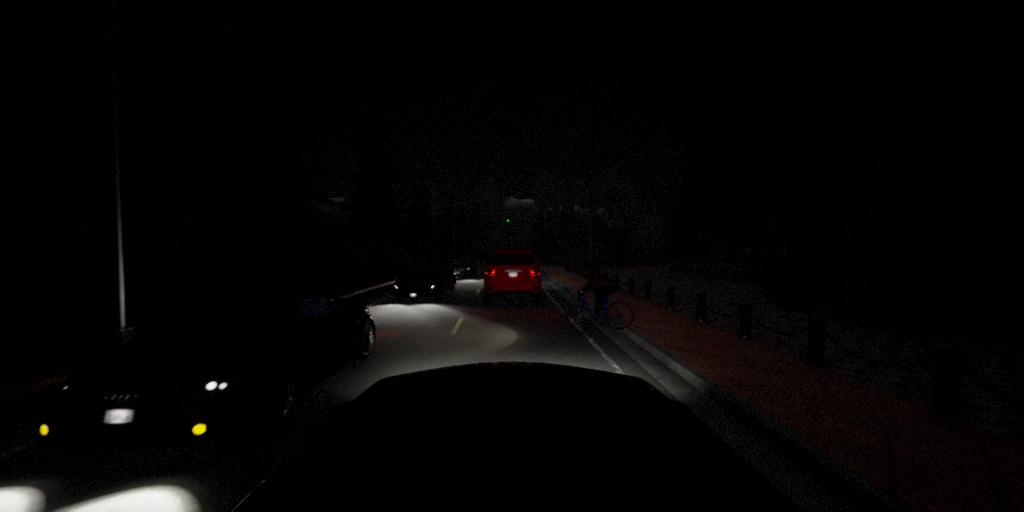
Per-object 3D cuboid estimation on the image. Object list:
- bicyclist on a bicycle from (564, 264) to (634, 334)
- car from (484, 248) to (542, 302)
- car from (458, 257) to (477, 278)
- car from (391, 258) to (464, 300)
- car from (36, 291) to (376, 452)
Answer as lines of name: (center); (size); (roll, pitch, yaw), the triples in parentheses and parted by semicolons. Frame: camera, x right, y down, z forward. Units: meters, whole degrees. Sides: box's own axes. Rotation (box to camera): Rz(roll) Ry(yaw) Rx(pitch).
bicyclist on a bicycle: (1.992, 0.989, 8.408); (1.656, 1.620, 0.582); (-6, 1, 0)
car: (0.019, 0.694, 15.220); (2.150, 2.045, 5.566); (0, 1, 0)
car: (-3.660, 0.812, 26.370); (1.812, 1.442, 4.674); (0, 1, 0)
car: (-3.669, 1.010, 16.022); (2.033, 1.411, 5.357); (0, 1, 0)
car: (-3.613, 1.246, 5.273); (1.994, 1.385, 4.181); (0, 1, 0)
